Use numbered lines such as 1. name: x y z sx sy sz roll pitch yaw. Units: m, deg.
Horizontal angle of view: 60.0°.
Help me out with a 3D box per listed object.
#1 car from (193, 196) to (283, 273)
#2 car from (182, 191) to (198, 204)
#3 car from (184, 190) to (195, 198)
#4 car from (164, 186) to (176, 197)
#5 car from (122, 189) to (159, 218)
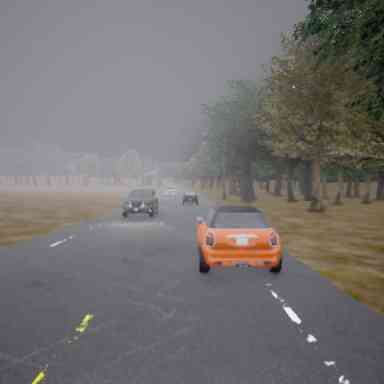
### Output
1. car: 1.206 1.168 10.165 2.097 1.767 4.553 0 1 0
2. car: -0.228 0.673 41.754 1.882 1.535 5.008 0 1 -1
3. car: -0.535 0.393 59.379 1.895 1.301 4.718 0 1 -1
4. car: -4.240 -0.125 65.380 2.150 2.045 5.566 0 2 -1
5. car: -3.701 0.773 24.768 2.150 2.045 5.566 0 1 0
